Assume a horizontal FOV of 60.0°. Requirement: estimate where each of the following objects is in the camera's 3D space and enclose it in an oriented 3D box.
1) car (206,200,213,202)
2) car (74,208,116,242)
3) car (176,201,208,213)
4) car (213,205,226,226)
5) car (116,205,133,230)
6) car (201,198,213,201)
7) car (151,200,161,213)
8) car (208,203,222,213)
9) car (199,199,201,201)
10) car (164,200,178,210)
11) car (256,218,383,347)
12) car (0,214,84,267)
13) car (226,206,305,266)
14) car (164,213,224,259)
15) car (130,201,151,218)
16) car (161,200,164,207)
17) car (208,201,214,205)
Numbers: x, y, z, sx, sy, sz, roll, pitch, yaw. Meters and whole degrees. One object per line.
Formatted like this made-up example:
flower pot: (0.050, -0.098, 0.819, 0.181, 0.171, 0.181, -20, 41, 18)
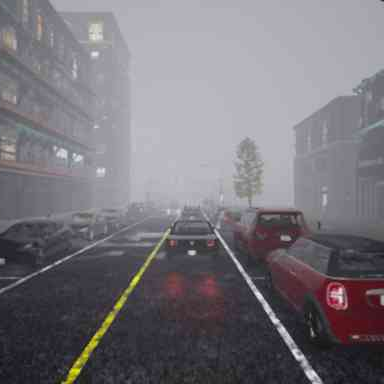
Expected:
car: (2.703, 2.022, 39.674, 1.947, 1.339, 4.313, 0, -1, 0)
car: (-5.683, 1.744, 17.523, 2.008, 1.369, 4.403, 0, -1, 0)
car: (0.029, 1.813, 28.492, 2.128, 1.511, 4.902, 0, -1, 0)
car: (2.699, 1.838, 23.058, 1.802, 1.307, 4.206, 0, -1, 0)
car: (-5.682, 1.807, 23.061, 2.008, 1.369, 4.403, 0, -1, 0)
car: (2.707, 2.118, 50.923, 1.752, 1.417, 4.829, 0, -1, 0)
car: (-5.675, 1.964, 45.218, 1.967, 1.590, 4.097, 0, -1, 0)
car: (2.700, 1.887, 28.598, 1.947, 1.339, 4.313, 0, -1, 0)
car: (2.709, 1.973, 56.295, 2.192, 1.841, 5.009, 0, -1, 0)
car: (-3.057, 2.131, 55.858, 1.882, 1.535, 5.008, 0, -1, 0)
car: (2.694, 1.511, 6.445, 1.967, 1.590, 4.097, 0, -1, 0)
car: (-5.685, 1.697, 11.986, 1.947, 1.339, 4.313, 0, -1, 0)
car: (2.696, 1.446, 11.986, 2.192, 1.841, 5.009, 0, -1, 0)
car: (0.021, 1.746, 13.237, 1.895, 1.301, 4.718, 0, -1, 0)
car: (-5.679, 1.829, 34.140, 1.967, 1.590, 4.097, 0, -1, 0)
car: (-5.671, 2.249, 61.666, 1.752, 1.417, 4.829, 0, -1, 0)
car: (2.702, 1.939, 34.135, 2.008, 1.369, 4.403, 0, -1, 0)
